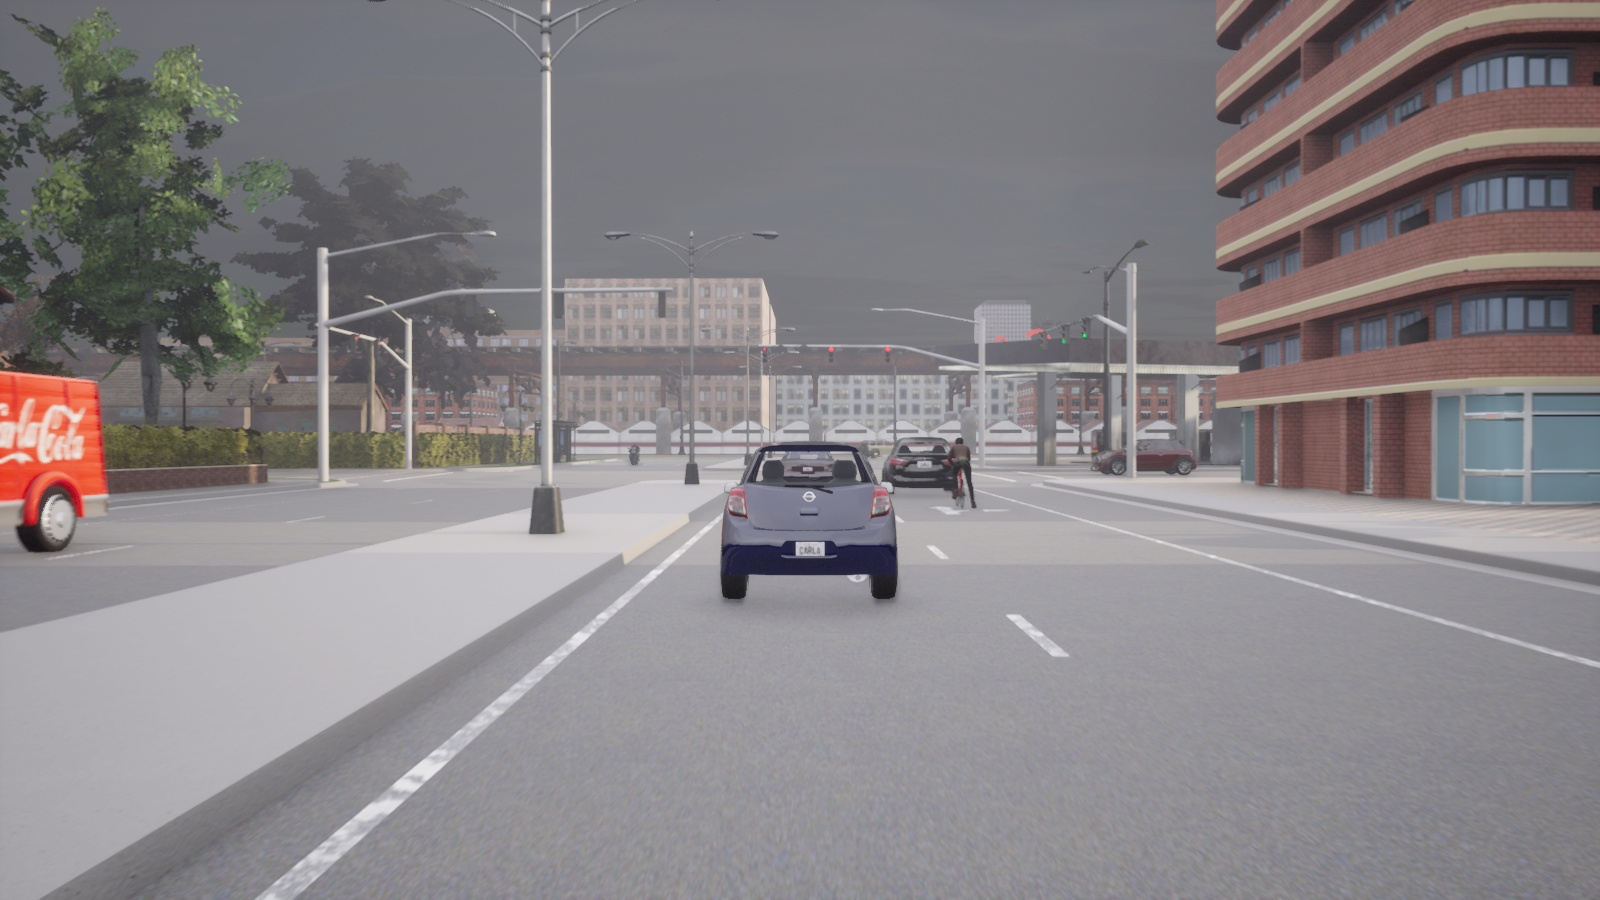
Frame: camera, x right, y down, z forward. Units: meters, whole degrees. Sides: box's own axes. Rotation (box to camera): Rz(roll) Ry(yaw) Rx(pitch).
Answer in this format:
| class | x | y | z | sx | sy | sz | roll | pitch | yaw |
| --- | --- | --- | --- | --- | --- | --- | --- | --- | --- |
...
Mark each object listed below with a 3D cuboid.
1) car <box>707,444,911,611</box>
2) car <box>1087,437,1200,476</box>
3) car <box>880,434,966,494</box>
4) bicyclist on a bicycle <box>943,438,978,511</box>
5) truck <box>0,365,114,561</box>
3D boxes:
| class | x | y | z | sx | sy | sz | roll | pitch | yaw |
| --- | --- | --- | --- | --- | --- | --- | --- | --- | --- |
| car | 0.090 | 0.687 | 13.142 | 1.845 | 1.501 | 3.633 | 0 | 0 | 0 |
| car | 15.688 | 0.295 | 57.532 | 4.553 | 1.767 | 2.097 | 0 | 0 | -1 |
| car | 3.569 | 0.385 | 37.218 | 2.242 | 1.667 | 4.611 | 0 | 0 | 2 |
| bicyclist on a bicycle | 3.675 | 0.539 | 28.804 | 0.582 | 1.620 | 1.656 | 1 | 0 | 0 |
| truck | -11.394 | 0.162 | 15.833 | 2.627 | 2.467 | 5.204 | 0 | 0 | 0 |
